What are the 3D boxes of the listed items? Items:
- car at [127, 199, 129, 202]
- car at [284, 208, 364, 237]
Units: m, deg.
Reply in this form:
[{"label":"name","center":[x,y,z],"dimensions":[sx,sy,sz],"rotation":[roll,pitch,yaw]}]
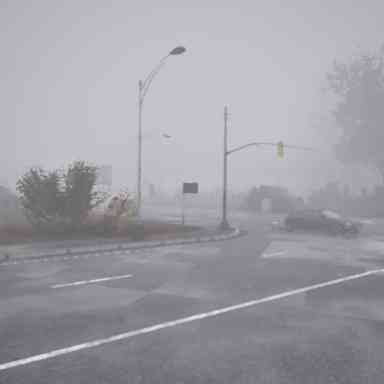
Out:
[{"label":"car","center":[-8.249,1.542,39.987],"dimensions":[2.097,1.767,4.553],"rotation":[1,-1,-39]},{"label":"car","center":[7.767,1.741,20.036],"dimensions":[1.812,1.442,4.674],"rotation":[1,-1,-39]}]
